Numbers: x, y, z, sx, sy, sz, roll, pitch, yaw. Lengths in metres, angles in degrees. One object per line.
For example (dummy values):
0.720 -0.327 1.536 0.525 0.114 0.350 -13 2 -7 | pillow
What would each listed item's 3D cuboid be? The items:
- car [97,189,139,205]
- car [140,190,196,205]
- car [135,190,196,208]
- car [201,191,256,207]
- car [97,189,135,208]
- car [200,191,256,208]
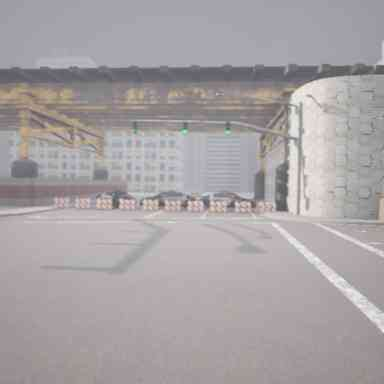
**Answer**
-6.765 0.387 30.208 1.853 1.218 4.536 0 2 -40 | car
-2.111 0.479 29.656 4.536 1.218 1.853 0 2 -30 | car
-2.158 0.637 29.634 4.974 1.542 2.038 0 2 -30 | car
3.224 0.564 29.804 4.536 1.218 1.853 2 2 35 | car
-6.734 0.546 30.173 2.038 1.542 4.974 0 2 -40 | car
3.264 0.723 29.778 4.974 1.542 2.038 2 2 35 | car
